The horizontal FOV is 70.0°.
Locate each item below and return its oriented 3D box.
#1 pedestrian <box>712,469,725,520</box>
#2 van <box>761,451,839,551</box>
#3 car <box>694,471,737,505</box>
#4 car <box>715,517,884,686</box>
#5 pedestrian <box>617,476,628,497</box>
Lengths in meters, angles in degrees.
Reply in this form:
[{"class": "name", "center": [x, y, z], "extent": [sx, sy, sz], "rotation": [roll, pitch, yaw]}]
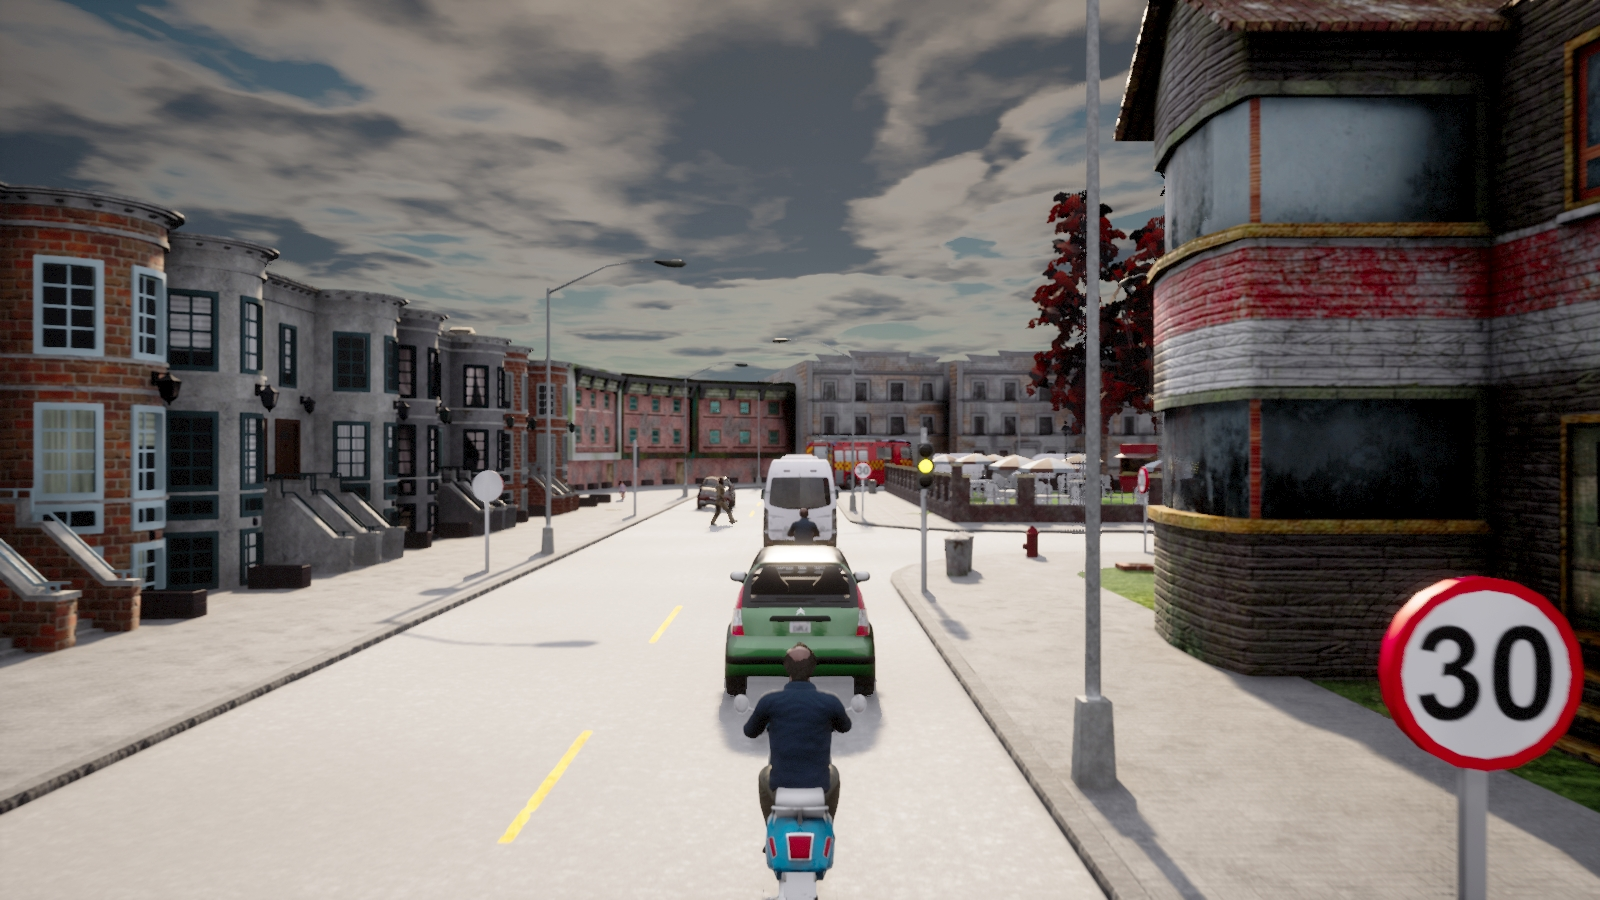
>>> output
[{"class": "pedestrian", "center": [-2.973, 1.627, 41.698], "extent": [0.375, 1.860, 0.375], "rotation": [0, 0, 19]}, {"class": "van", "center": [-0.005, 1.314, 32.249], "extent": [1.988, 2.561, 5.915], "rotation": [0, 0, 0]}, {"class": "car", "center": [-4.013, 1.805, 54.969], "extent": [1.789, 1.549, 3.705], "rotation": [0, 0, 0]}, {"class": "car", "center": [-0.002, 1.779, 14.510], "extent": [1.851, 1.617, 3.988], "rotation": [0, 0, 0]}, {"class": "pedestrian", "center": [-9.329, 1.904, 59.999], "extent": [0.500, 1.100, 0.500], "rotation": [0, 0, -15]}]
